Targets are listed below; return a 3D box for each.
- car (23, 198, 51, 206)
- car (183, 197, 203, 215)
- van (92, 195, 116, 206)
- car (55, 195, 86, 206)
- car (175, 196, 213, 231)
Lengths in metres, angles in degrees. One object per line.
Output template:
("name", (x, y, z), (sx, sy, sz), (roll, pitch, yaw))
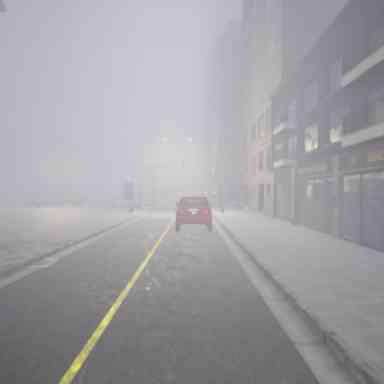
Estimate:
("car", (-25.998, 1.688, 55.836), (4.313, 1.339, 1.947), (0, 0, -1))
("car", (0.105, 1.400, 35.879), (2.097, 1.767, 4.553), (0, 0, 0))
("van", (-14.717, 1.467, 56.007), (3.998, 1.788, 1.690), (0, 0, -1))
("car", (-20.358, 1.440, 55.922), (5.009, 1.841, 2.192), (0, 0, -1))
("car", (0.102, 1.241, 20.904), (2.150, 2.045, 5.566), (0, 0, 0))
